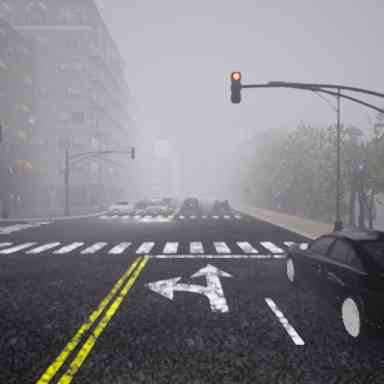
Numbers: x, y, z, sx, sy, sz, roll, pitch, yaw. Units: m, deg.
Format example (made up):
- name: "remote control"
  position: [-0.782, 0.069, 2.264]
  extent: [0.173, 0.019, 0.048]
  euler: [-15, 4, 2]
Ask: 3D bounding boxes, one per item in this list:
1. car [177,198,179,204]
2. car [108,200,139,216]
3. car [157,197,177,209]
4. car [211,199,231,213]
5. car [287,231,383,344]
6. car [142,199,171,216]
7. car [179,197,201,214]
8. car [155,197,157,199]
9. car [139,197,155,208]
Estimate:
- name: "car"
  position: [-3.554, 1.666, 67.205]
  extent: [1.994, 1.385, 4.181]
  euler: [0, 0, 0]
- name: "car"
  position: [-6.941, 1.568, 33.282]
  extent: [1.812, 1.442, 4.674]
  euler: [0, 0, 3]
- name: "car"
  position: [-3.548, 1.570, 47.422]
  extent: [1.837, 1.490, 4.892]
  euler: [0, 0, 0]
- name: "car"
  position: [3.194, 1.539, 37.321]
  extent: [2.128, 1.511, 4.902]
  euler: [0, 0, 0]
- name: "car"
  position: [3.326, 1.485, 6.449]
  extent: [1.882, 1.535, 5.008]
  euler: [0, 0, 0]
- name: "car"
  position: [-3.491, 1.644, 33.410]
  extent: [1.895, 1.301, 4.718]
  euler: [0, 0, 0]
- name: "car"
  position: [-0.055, 1.399, 36.746]
  extent: [2.097, 1.767, 4.553]
  euler: [0, 0, 0]
- name: "car"
  position: [-6.816, 1.622, 64.577]
  extent: [1.812, 1.442, 4.674]
  euler: [0, 0, 0]
- name: "car"
  position: [-6.797, 1.665, 47.207]
  extent: [1.895, 1.301, 4.718]
  euler: [0, 0, 0]
